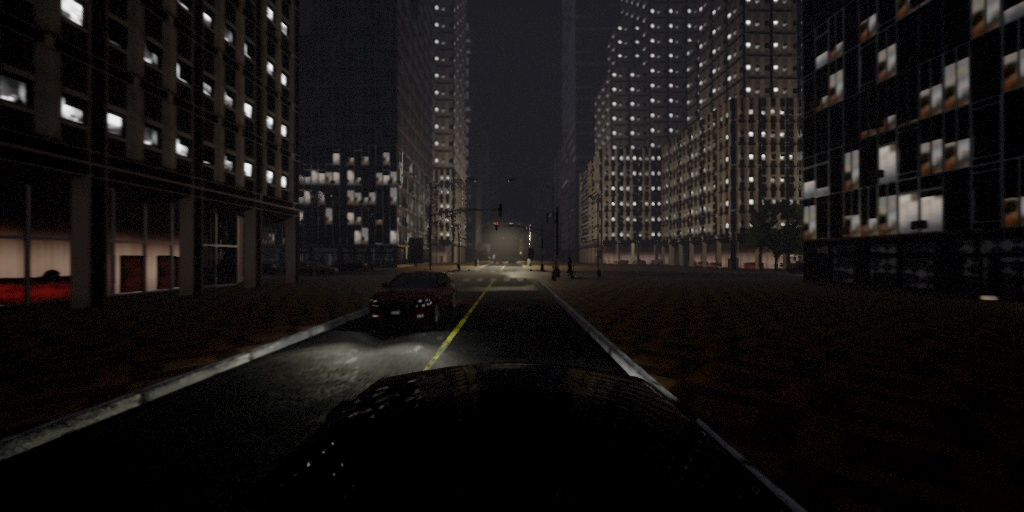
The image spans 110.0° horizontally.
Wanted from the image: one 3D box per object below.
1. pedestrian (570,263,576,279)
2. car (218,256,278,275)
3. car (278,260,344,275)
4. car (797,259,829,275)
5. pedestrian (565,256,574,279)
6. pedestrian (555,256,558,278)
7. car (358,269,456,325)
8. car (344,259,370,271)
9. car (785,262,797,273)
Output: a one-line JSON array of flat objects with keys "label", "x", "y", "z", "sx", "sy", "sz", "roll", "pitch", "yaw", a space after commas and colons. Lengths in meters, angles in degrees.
[{"label": "pedestrian", "x": 4.897, "y": 1.209, "z": 28.851, "sx": 0.375, "sy": 1.300, "sz": 0.375, "roll": 0, "pitch": 0, "yaw": 0}, {"label": "car", "x": -24.751, "y": 0.907, "z": 33.814, "sx": 5.009, "sy": 1.841, "sz": 2.192, "roll": 0, "pitch": 0, "yaw": -1}, {"label": "car", "x": -18.903, "y": 1.150, "z": 33.880, "sx": 4.829, "sy": 1.417, "sz": 1.751, "roll": 0, "pitch": 0, "yaw": -1}, {"label": "car", "x": 35.719, "y": 1.419, "z": 40.672, "sx": 4.674, "sy": 1.442, "sz": 1.812, "roll": 0, "pitch": 0, "yaw": -1}, {"label": "pedestrian", "x": 4.555, "y": 0.902, "z": 28.252, "sx": 0.375, "sy": 1.860, "sz": 0.375, "roll": 0, "pitch": 0, "yaw": 0}, {"label": "pedestrian", "x": 3.632, "y": 0.874, "z": 29.452, "sx": 0.375, "sy": 1.860, "sz": 0.375, "roll": 0, "pitch": 0, "yaw": 0}, {"label": "car", "x": -3.095, "y": 1.223, "z": 12.018, "sx": 1.882, "sy": 1.535, "sz": 5.008, "roll": 0, "pitch": 0, "yaw": 0}, {"label": "car", "x": -19.214, "y": 1.092, "z": 42.516, "sx": 4.097, "sy": 1.591, "sz": 1.967, "roll": 0, "pitch": 0, "yaw": -1}, {"label": "car", "x": 35.966, "y": 1.218, "z": 43.294, "sx": 5.009, "sy": 1.841, "sz": 2.192, "roll": 0, "pitch": 0, "yaw": -1}]
